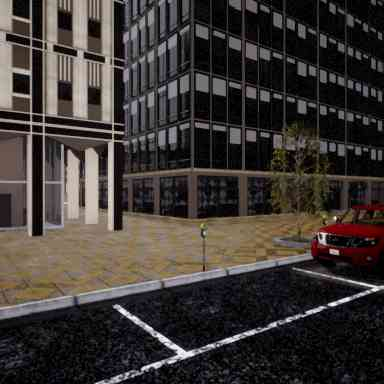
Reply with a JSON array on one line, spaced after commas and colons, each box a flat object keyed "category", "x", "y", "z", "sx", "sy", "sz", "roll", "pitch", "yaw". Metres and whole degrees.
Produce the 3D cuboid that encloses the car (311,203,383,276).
[{"category": "car", "x": 5.909, "y": 1.313, "z": 10.506, "sx": 5.009, "sy": 1.841, "sz": 2.192, "roll": 0, "pitch": 0, "yaw": -36}]
